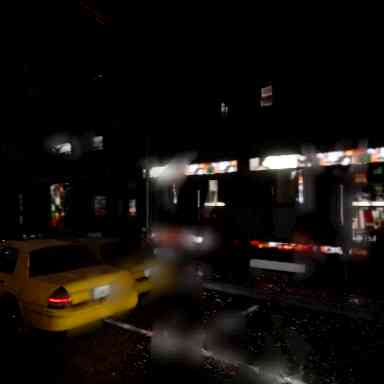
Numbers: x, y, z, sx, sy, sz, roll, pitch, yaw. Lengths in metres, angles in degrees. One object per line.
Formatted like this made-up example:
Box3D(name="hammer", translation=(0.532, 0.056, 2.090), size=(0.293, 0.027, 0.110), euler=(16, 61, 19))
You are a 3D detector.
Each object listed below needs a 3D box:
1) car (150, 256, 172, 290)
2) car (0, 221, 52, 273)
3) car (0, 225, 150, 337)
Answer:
Box3D(name="car", translation=(-2.726, 1.727, 8.599), size=(4.829, 1.417, 1.752), euler=(-1, -2, 37))
Box3D(name="car", translation=(-7.123, 1.828, 11.879), size=(4.313, 1.339, 1.947), euler=(-1, -2, 37))
Box3D(name="car", translation=(-3.496, 1.614, 6.930), size=(5.366, 1.575, 1.801), euler=(-1, -2, 37))
